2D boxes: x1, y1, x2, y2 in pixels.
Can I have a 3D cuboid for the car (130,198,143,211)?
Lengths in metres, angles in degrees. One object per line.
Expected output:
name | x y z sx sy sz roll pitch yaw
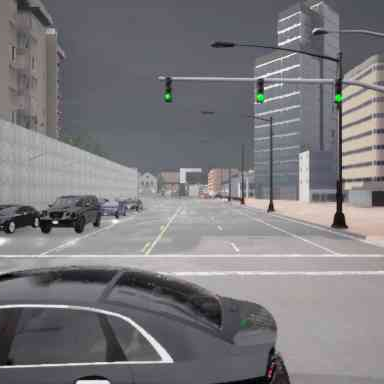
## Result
car | -7.107 1.491 40.034 2.128 1.511 4.902 0 0 0

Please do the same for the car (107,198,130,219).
car | -7.111 1.526 29.692 1.812 1.442 4.674 0 0 0

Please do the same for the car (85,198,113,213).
car | -10.609 1.505 38.305 1.837 1.490 4.892 0 0 0

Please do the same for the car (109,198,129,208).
car | -10.576 1.601 48.365 1.895 1.301 4.718 0 0 0

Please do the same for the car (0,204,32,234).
car | -10.608 1.505 19.419 1.837 1.490 4.892 0 0 0

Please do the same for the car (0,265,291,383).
car | -1.610 1.535 3.124 4.892 1.490 1.837 0 0 0

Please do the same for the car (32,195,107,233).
car | -7.104 1.221 20.051 2.150 2.045 5.566 0 0 0

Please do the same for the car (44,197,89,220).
car | -10.611 1.352 28.487 2.097 1.767 4.553 0 0 0
